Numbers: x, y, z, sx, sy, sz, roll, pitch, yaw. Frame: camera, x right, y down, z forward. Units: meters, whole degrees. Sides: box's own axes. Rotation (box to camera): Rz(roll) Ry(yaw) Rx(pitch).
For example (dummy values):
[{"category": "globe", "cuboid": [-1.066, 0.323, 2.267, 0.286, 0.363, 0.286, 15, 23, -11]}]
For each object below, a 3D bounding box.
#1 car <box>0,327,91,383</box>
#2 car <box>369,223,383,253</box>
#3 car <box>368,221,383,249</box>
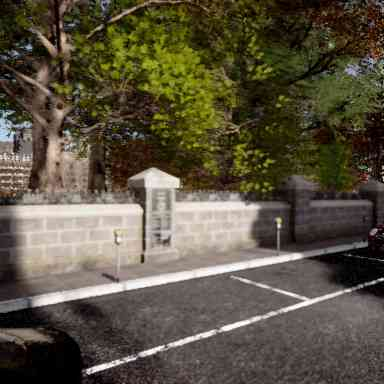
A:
[{"category": "car", "cuboid": [-2.749, 1.523, 1.416, 4.674, 1.442, 1.812, 0, 0, -36]}, {"category": "car", "cuboid": [6.504, 1.531, 8.012, 4.892, 1.490, 1.837, 0, 0, -35]}, {"category": "car", "cuboid": [8.418, 1.476, 12.568, 4.097, 1.590, 1.967, 0, 0, -36]}]
